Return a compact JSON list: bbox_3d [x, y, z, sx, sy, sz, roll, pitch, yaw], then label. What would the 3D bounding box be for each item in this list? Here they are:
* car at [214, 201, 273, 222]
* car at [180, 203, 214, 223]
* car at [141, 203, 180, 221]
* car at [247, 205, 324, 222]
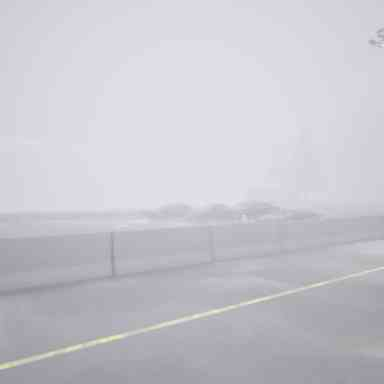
[{"bbox_3d":[4.324,1.324,24.152,5.008,1.535,1.882,1,0,-36],"label":"car"},{"bbox_3d":[1.668,1.648,26.569,4.674,1.442,1.812,1,0,-35],"label":"car"},{"bbox_3d":[-1.622,1.659,28.536,5.357,1.411,2.033,1,0,-35],"label":"car"},{"bbox_3d":[6.354,1.728,21.301,5.357,1.411,2.033,1,0,-36],"label":"car"}]
